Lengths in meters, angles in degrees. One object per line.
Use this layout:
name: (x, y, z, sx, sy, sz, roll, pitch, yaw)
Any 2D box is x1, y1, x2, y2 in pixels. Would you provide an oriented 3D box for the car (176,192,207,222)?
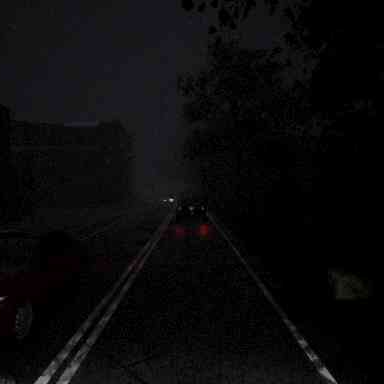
car: (-0.071, 1.143, 24.583, 2.097, 1.767, 4.553, 0, 0, -1)

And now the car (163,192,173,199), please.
car: (-4.829, 0.759, 67.421, 1.994, 1.385, 4.181, 0, 1, -3)

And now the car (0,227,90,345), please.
car: (-3.361, 1.476, 6.409, 1.812, 1.442, 4.674, 0, 0, 0)

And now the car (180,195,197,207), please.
car: (-0.503, 1.150, 43.304, 2.033, 1.411, 5.357, 0, 1, -2)
